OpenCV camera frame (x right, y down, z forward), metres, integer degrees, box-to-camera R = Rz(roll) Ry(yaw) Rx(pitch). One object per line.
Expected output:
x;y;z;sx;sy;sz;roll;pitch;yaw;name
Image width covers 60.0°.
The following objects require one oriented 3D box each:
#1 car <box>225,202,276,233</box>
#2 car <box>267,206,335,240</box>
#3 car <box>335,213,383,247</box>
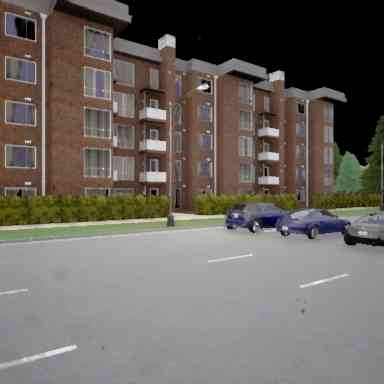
4.179;1.363;19.748;4.553;1.767;2.097;0;0;-35;car
6.236;1.530;16.916;4.674;1.442;1.812;0;0;-35;car
8.269;1.569;14.066;4.181;1.385;1.994;0;0;-35;car
